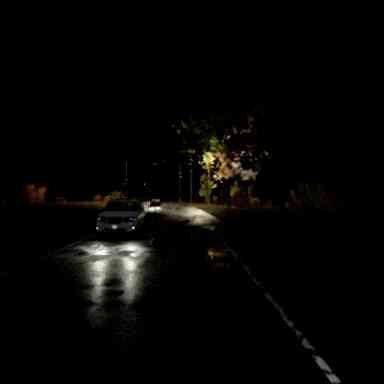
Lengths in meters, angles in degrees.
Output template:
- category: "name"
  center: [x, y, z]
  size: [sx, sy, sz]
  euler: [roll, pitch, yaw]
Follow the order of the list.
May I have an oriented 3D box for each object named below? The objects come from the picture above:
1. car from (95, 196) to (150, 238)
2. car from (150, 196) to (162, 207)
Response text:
- category: "car"
  center: [-3.952, 1.400, 19.349]
  size: [2.150, 2.045, 5.566]
  euler: [0, -1, -2]
- category: "car"
  center: [-6.622, 1.999, 60.953]
  size: [2.128, 1.511, 4.902]
  euler: [0, 0, -5]
